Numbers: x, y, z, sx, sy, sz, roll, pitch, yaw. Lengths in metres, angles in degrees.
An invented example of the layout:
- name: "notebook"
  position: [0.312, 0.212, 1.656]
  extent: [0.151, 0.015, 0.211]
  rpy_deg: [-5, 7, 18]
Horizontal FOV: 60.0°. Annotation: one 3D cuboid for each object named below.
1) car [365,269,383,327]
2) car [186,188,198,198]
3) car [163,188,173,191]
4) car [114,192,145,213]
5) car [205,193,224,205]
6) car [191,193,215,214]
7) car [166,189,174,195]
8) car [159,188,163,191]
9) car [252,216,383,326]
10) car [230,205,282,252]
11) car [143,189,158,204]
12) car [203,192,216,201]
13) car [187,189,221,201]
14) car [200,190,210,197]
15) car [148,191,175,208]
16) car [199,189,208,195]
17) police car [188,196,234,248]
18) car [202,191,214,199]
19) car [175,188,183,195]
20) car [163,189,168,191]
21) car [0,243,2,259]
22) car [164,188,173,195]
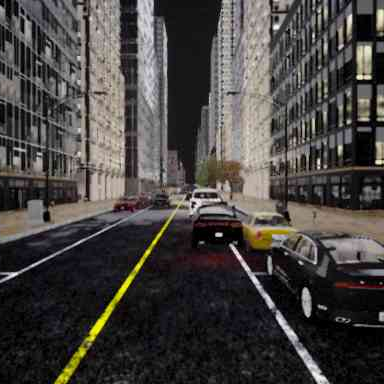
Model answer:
- name: "car"
  position: [2.696, 1.524, 1.055]
  extent: [1.887, 1.381, 4.507]
  rpy_deg: [0, 1, 0]
- name: "car"
  position: [-0.001, 0.182, 64.080]
  extent: [2.097, 1.767, 4.553]
  rpy_deg: [0, 1, 0]
- name: "car"
  position: [-5.683, 0.046, 69.154]
  extent: [2.192, 1.841, 5.009]
  rpy_deg: [1, 1, 0]
- name: "car"
  position: [-5.685, 1.023, 29.435]
  extent: [1.887, 1.381, 4.507]
  rpy_deg: [0, 1, 0]
- name: "car"
  position: [2.696, 0.836, 40.774]
  extent: [1.947, 1.339, 4.313]
  rpy_deg: [0, 1, 0]
- name: "car"
  position: [0.899, 0.953, 29.636]
  extent: [1.882, 1.535, 5.008]
  rpy_deg: [0, 1, 0]
- name: "car"
  position: [-5.685, -0.079, 86.012]
  extent: [1.752, 1.417, 4.829]
  rpy_deg: [1, 1, 0]
- name: "car"
  position: [-5.683, 0.480, 46.456]
  extent: [2.192, 1.841, 5.009]
  rpy_deg: [0, 1, 0]
- name: "car"
  position: [2.695, 1.433, 6.729]
  extent: [2.008, 1.369, 4.403]
  rpy_deg: [0, 1, 0]
- name: "car"
  position: [2.696, 1.305, 12.574]
  extent: [1.752, 1.417, 4.829]
  rpy_deg: [0, 1, 0]
- name: "car"
  position: [-5.684, 0.711, 40.784]
  extent: [1.967, 1.590, 4.097]
  rpy_deg: [0, 1, 0]
- name: "car"
  position: [2.695, 0.640, 52.121]
  extent: [1.802, 1.307, 4.206]
  rpy_deg: [1, 1, 0]
- name: "car"
  position: [0.900, 0.808, 23.662]
  extent: [2.150, 2.045, 5.566]
  rpy_deg: [0, 1, 0]
- name: "car"
  position: [2.696, 0.253, 69.312]
  extent: [1.752, 1.417, 4.829]
  rpy_deg: [1, 1, 0]
- name: "car"
  position: [-3.096, 0.884, 34.991]
  extent: [1.837, 1.490, 4.892]
  rpy_deg: [0, 1, 0]
- name: "car"
  position: [2.695, 0.072, 80.490]
  extent: [1.947, 1.339, 4.313]
  rpy_deg: [1, 1, 0]
- name: "police car"
  position: [0.900, 1.185, 13.747]
  extent: [1.930, 1.638, 5.238]
  rpy_deg: [0, 1, 0]
- name: "car"
  position: [2.696, 0.532, 57.795]
  extent: [1.802, 1.307, 4.206]
  rpy_deg: [1, 1, 0]
- name: "car"
  position: [-3.002, -0.114, 75.449]
  extent: [2.128, 1.511, 4.902]
  rpy_deg: [0, 1, 0]
- name: "car"
  position: [-5.685, 0.532, 57.809]
  extent: [1.802, 1.307, 4.206]
  rpy_deg: [1, 1, 0]
- name: "car"
  position: [-5.684, 1.433, 6.735]
  extent: [2.008, 1.369, 4.403]
  rpy_deg: [0, 1, 0]
- name: "car"
  position: [-5.684, -0.053, 80.505]
  extent: [1.967, 1.590, 4.097]
  rpy_deg: [1, 1, 0]
